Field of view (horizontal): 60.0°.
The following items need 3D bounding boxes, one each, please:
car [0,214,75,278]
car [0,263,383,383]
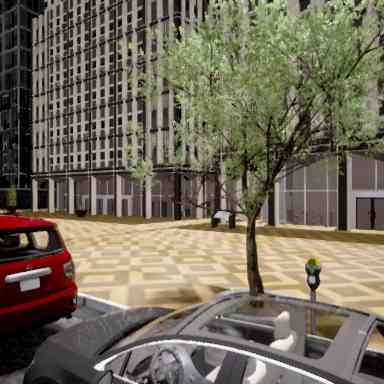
[{"bbox_3d":[-4.087,1.313,5.793,5.009,1.841,2.192,0,0,36],"label":"car"},{"bbox_3d":[0.410,1.548,2.585,4.403,1.369,2.008,0,0,35],"label":"car"}]
